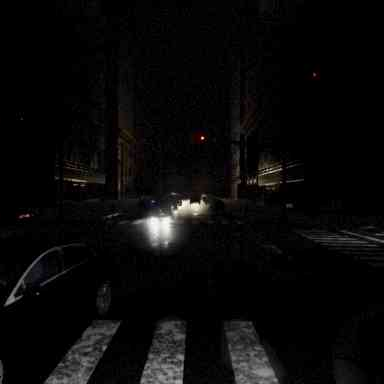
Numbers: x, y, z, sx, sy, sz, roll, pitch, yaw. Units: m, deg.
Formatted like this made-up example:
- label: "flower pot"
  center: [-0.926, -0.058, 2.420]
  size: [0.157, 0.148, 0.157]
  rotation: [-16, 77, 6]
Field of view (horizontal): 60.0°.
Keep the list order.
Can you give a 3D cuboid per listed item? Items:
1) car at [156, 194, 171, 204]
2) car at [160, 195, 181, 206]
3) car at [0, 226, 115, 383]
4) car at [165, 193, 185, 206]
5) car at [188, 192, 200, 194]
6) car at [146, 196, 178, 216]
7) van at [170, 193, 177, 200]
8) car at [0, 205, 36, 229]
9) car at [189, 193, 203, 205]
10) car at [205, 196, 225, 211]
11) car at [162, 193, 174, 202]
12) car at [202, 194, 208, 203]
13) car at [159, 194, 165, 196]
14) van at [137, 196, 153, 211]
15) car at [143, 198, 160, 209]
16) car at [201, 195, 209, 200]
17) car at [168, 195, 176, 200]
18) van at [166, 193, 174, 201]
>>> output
- label: "car"
  center: [-5.342, 1.246, 62.930]
  size: [2.192, 1.841, 5.009]
  rotation: [0, 0, 1]
- label: "car"
  center: [-2.760, 1.446, 42.247]
  size: [1.882, 1.535, 5.008]
  rotation: [0, 0, 1]
- label: "car"
  center: [-2.648, 1.490, 4.715]
  size: [2.128, 1.511, 4.902]
  rotation: [0, 0, 7]
- label: "car"
  center: [-2.653, 1.305, 51.991]
  size: [2.097, 1.767, 4.553]
  rotation: [0, 0, 1]
- label: "car"
  center: [0.601, 1.407, 72.847]
  size: [1.837, 1.490, 4.892]
  rotation: [0, 0, 1]
- label: "car"
  center: [-2.845, 1.471, 32.808]
  size: [2.128, 1.511, 4.902]
  rotation: [0, 0, 1]
- label: "van"
  center: [-5.091, 1.197, 91.171]
  size: [1.690, 1.788, 3.998]
  rotation: [0, 0, 1]
- label: "car"
  center: [-12.201, 1.418, 19.686]
  size: [5.357, 1.411, 2.033]
  rotation: [1, 0, 1]
- label: "car"
  center: [0.570, 1.442, 58.563]
  size: [1.837, 1.490, 4.892]
  rotation: [0, -1, 1]
- label: "car"
  center: [2.981, 1.536, 40.260]
  size: [1.947, 1.339, 4.313]
  rotation: [0, 0, 1]
- label: "car"
  center: [-5.242, 1.219, 74.226]
  size: [2.192, 1.841, 5.009]
  rotation: [0, 0, 1]
- label: "car"
  center: [3.131, 1.525, 57.208]
  size: [1.802, 1.307, 4.206]
  rotation: [0, 0, 1]
- label: "car"
  center: [-5.393, 1.383, 57.281]
  size: [1.967, 1.590, 4.097]
  rotation: [0, 0, 1]
- label: "van"
  center: [-5.543, 1.312, 40.335]
  size: [1.690, 1.788, 3.998]
  rotation: [0, 0, 1]
- label: "car"
  center: [-5.494, 1.545, 45.984]
  size: [1.802, 1.307, 4.206]
  rotation: [0, 0, 1]
- label: "car"
  center: [3.382, 1.453, 85.451]
  size: [1.802, 1.307, 4.206]
  rotation: [0, 0, 1]
- label: "car"
  center: [-5.142, 1.416, 85.524]
  size: [1.887, 1.381, 4.507]
  rotation: [0, 0, 1]
- label: "van"
  center: [-5.191, 1.229, 79.875]
  size: [1.690, 1.788, 3.998]
  rotation: [0, 0, 1]
